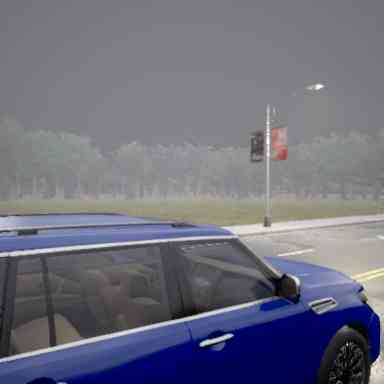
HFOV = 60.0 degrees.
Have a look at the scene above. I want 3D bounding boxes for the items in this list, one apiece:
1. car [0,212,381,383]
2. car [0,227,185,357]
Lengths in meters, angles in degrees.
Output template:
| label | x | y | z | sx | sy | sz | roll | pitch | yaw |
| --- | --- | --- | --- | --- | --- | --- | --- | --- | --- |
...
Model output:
| label | x | y | z | sx | sy | sz | roll | pitch | yaw |
| --- | --- | --- | --- | --- | --- | --- | --- | --- | --- |
| car | -0.521 | 1.222 | 3.067 | 5.566 | 2.045 | 2.150 | 0 | 0 | -36 |
| car | -2.895 | 1.547 | 5.613 | 5.357 | 1.411 | 2.033 | 0 | 0 | -36 |
